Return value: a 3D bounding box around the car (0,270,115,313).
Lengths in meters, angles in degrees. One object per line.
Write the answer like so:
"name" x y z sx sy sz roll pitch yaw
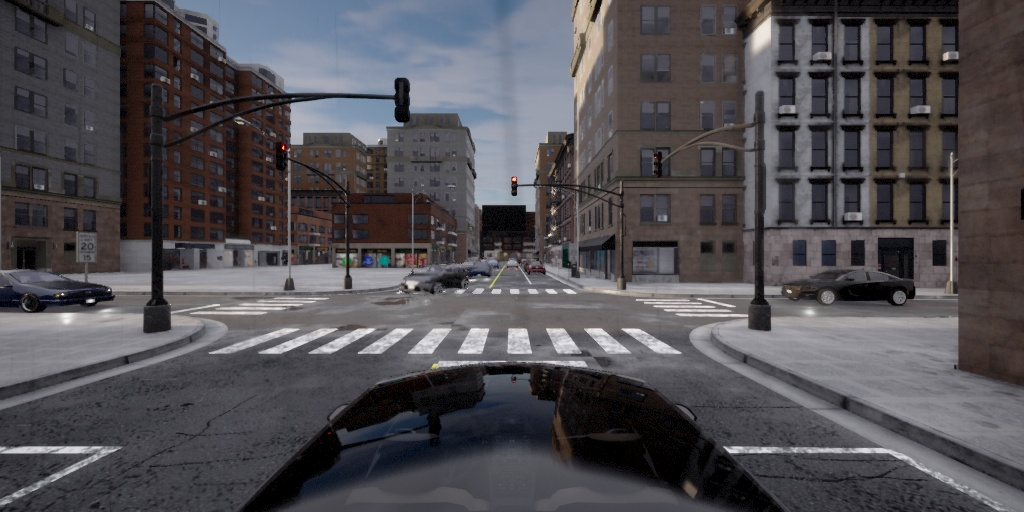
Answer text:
"car" -17.810 1.216 12.894 5.357 1.411 2.033 0 0 0

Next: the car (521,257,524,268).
"car" 2.609 1.066 45.089 2.192 1.841 5.009 0 0 0

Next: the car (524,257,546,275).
"car" 2.613 1.191 39.427 1.967 1.591 4.097 0 0 0

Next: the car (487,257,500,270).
"car" -2.854 1.278 53.849 1.812 1.442 4.674 0 0 0

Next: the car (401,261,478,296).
"car" -4.033 1.240 19.647 2.128 1.511 4.902 0 0 20

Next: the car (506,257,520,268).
"car" 0.064 1.279 61.925 1.812 1.442 4.674 0 0 0

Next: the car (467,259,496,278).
"car" -2.871 1.298 33.959 2.033 1.411 5.357 0 0 0

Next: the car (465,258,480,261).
"car" -5.416 1.302 45.084 2.007 1.370 4.403 0 0 0

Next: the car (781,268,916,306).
"car" 14.763 1.310 15.905 5.008 1.535 1.882 0 0 -1
